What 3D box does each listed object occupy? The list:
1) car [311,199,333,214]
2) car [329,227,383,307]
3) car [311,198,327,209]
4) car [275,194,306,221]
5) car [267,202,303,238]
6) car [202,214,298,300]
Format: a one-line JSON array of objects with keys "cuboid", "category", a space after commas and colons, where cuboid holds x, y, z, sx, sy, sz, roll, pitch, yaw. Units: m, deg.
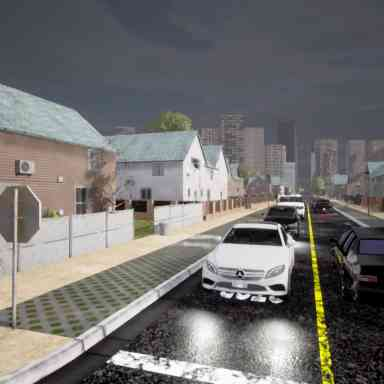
[{"cuboid": [14.352, 1.522, 36.545, 1.837, 1.490, 4.892, 0, 0, 18], "category": "car"}, {"cuboid": [4.445, 1.551, 7.947, 2.033, 1.411, 5.357, 0, 0, 19], "category": "car"}, {"cuboid": [17.590, 1.586, 46.181, 1.994, 1.385, 4.181, 0, 0, 19], "category": "car"}, {"cuboid": [8.376, 1.237, 28.122, 2.150, 2.045, 5.566, 0, 0, 19], "category": "car"}, {"cuboid": [4.915, 1.516, 18.083, 1.837, 1.490, 4.892, 0, 0, 19], "category": "car"}, {"cuboid": [1.685, 1.533, 8.693, 1.812, 1.442, 4.674, 0, 0, 19], "category": "car"}]
